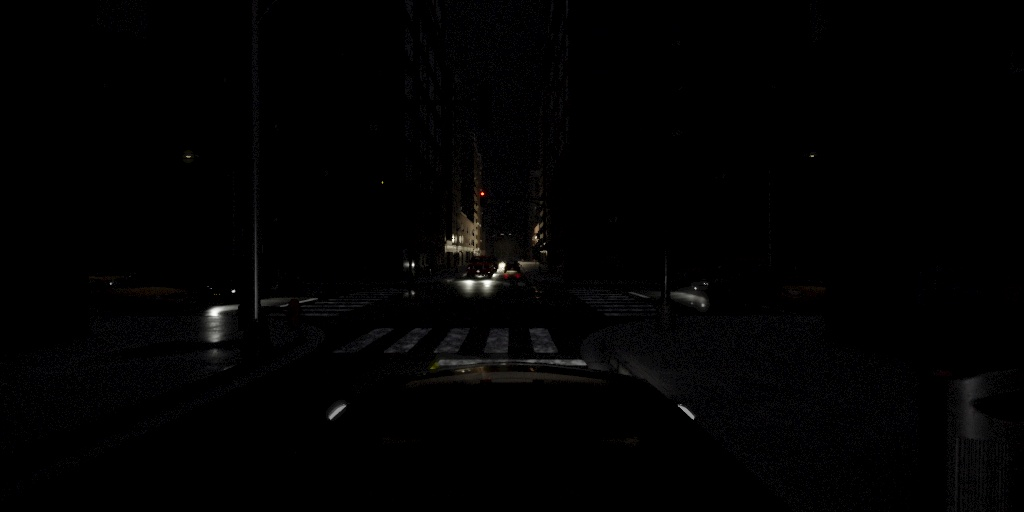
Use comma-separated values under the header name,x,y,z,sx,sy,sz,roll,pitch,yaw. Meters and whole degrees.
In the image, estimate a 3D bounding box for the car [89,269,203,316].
name,x,y,z,sx,sy,sz,roll,pitch,yaw
car,-14.402,1.304,12.936,4.829,1.417,1.751,0,0,0

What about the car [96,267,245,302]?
name,x,y,z,sx,sy,sz,roll,pitch,yaw
car,-14.408,1.271,15.484,4.892,1.490,1.837,0,0,1

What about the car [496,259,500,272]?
name,x,y,z,sx,sy,sz,roll,pitch,yaw
car,-2.923,0.955,43.995,2.150,2.045,5.566,0,0,0

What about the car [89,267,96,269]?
name,x,y,z,sx,sy,sz,roll,pitch,yaw
car,-25.392,1.314,20.956,4.313,1.339,1.948,0,0,0

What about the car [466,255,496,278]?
name,x,y,z,sx,sy,sz,roll,pitch,yaw
car,-2.907,0.963,33.542,2.150,2.045,5.566,0,0,0

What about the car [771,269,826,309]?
name,x,y,z,sx,sy,sz,roll,pitch,yaw
car,12.481,1.280,12.949,4.829,1.417,1.751,0,0,0

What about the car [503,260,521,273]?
name,x,y,z,sx,sy,sz,roll,pitch,yaw
car,0.012,1.260,44.050,1.812,1.442,4.674,0,0,0

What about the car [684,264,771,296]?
name,x,y,z,sx,sy,sz,roll,pitch,yaw
car,12.136,1.277,18.398,5.357,1.411,2.033,0,0,3

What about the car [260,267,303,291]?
name,x,y,z,sx,sy,sz,roll,pitch,yaw
car,-14.567,1.306,20.961,4.313,1.339,1.948,0,0,0

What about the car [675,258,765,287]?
name,x,y,z,sx,sy,sz,roll,pitch,yaw
car,12.316,1.032,20.974,5.009,1.841,2.192,0,0,0
